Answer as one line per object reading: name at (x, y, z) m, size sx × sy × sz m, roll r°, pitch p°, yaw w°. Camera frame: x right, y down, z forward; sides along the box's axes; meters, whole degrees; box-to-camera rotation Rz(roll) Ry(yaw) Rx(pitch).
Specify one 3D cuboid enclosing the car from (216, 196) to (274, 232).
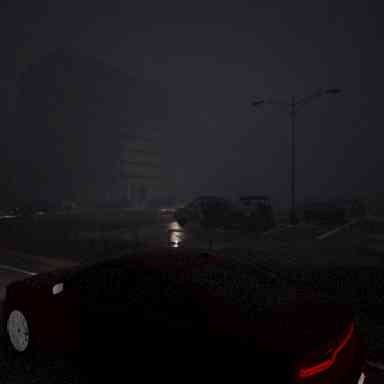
car at (3.306, 1.156, 19.066) m, size 1.905 × 1.878 × 3.866 m, roll 0°, pitch 0°, yaw 34°

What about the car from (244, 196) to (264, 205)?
car at (11.491, 1.526, 61.506) m, size 1.812 × 1.442 × 4.674 m, roll 0°, pitch 0°, yaw 34°

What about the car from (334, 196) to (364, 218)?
car at (15.329, 1.395, 32.023) m, size 1.970 × 1.475 × 3.806 m, roll 0°, pitch 0°, yaw 34°

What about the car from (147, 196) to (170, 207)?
car at (-4.715, 1.492, 50.239) m, size 2.128 × 1.511 × 4.902 m, roll 0°, pitch 0°, yaw 34°

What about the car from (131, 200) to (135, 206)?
car at (-10.521, 1.547, 47.890) m, size 2.033 × 1.411 × 5.357 m, roll 0°, pitch 0°, yaw 33°

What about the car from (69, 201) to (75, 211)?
car at (-16.182, 1.526, 39.434) m, size 1.812 × 1.442 × 4.674 m, roll 0°, pitch 0°, yaw 34°

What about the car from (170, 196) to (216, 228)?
car at (0.939, 1.153, 20.732) m, size 1.932 × 1.855 × 4.605 m, roll 0°, pitch 0°, yaw 34°

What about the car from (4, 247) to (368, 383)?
car at (-0.533, 1.478, 4.369) m, size 5.008 × 1.535 × 1.882 m, roll 0°, pitch 0°, yaw 35°

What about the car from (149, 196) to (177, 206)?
car at (-4.815, 1.491, 56.327) m, size 2.128 × 1.511 × 4.902 m, roll 0°, pitch 0°, yaw 34°

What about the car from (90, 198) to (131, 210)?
car at (-10.388, 1.601, 41.808) m, size 1.895 × 1.301 × 4.718 m, roll 0°, pitch 0°, yaw 34°

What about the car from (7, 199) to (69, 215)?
car at (-15.730, 1.547, 33.846) m, size 2.033 × 1.411 × 5.357 m, roll 0°, pitch 0°, yaw 34°
